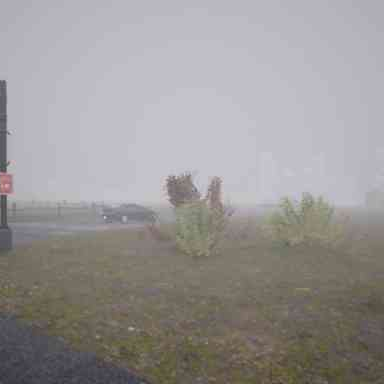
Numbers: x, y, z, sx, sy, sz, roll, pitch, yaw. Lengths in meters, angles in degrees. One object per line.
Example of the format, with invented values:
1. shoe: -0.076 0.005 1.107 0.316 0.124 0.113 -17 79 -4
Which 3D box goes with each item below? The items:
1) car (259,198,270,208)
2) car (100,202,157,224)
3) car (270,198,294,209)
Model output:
1. car: 12.995 1.844 56.096 2.097 1.767 4.553 -1 -1 36
2. car: -4.747 1.572 25.459 1.837 1.490 4.892 -1 -1 36
3. car: 14.644 1.980 52.338 2.033 1.411 5.357 -1 -1 36
